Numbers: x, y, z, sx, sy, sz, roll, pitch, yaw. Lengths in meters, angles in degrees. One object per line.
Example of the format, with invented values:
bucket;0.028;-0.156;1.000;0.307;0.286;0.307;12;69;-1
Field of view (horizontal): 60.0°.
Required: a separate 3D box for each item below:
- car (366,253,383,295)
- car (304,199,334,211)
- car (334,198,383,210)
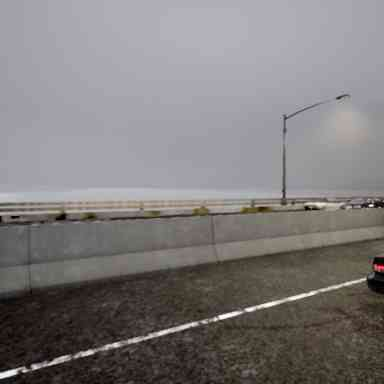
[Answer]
car;5.948;1.504;7.156;5.357;1.411;2.033;0;1;-33
car;13.317;1.328;33.111;4.718;1.301;1.895;0;1;-33
car;15.716;1.261;30.492;4.902;1.511;2.128;0;1;-33
